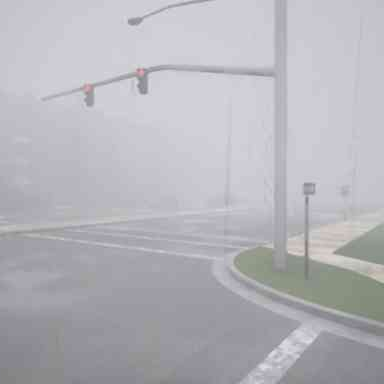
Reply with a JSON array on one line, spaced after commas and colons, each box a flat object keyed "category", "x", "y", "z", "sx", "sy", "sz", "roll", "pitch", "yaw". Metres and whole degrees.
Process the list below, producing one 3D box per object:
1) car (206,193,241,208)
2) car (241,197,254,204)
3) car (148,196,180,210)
[{"category": "car", "x": 4.195, "y": 1.166, "z": 46.404, "sx": 2.150, "sy": 2.045, "sz": 5.566, "roll": 0, "pitch": 0, "yaw": 35}, {"category": "car", "x": 9.524, "y": 1.502, "z": 59.965, "sx": 1.994, "sy": 1.385, "sz": 4.181, "roll": 0, "pitch": 0, "yaw": 35}, {"category": "car", "x": -3.464, "y": 1.286, "z": 41.578, "sx": 2.097, "sy": 1.767, "sz": 4.553, "roll": 0, "pitch": 0, "yaw": 35}]
